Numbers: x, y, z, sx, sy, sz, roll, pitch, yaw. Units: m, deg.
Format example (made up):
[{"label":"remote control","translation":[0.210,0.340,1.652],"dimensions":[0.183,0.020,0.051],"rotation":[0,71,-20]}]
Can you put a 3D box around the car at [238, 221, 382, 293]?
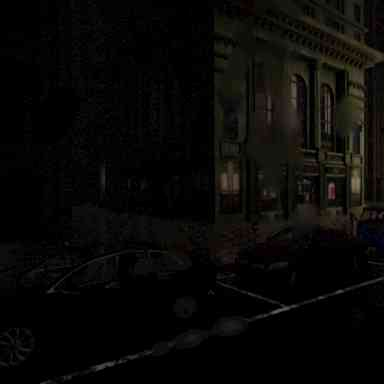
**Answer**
[{"label":"car","translation":[2.996,1.581,8.804],"dimensions":[4.206,1.307,1.802],"rotation":[0,0,-36]}]

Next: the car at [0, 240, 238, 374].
[{"label":"car","translation":[-1.589,1.550,5.523],"dimensions":[4.403,1.369,2.008],"rotation":[0,0,-36]}]

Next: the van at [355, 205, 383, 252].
[{"label":"van","translation":[7.578,1.341,12.085],"dimensions":[3.998,1.788,1.690],"rotation":[0,0,-36]}]
